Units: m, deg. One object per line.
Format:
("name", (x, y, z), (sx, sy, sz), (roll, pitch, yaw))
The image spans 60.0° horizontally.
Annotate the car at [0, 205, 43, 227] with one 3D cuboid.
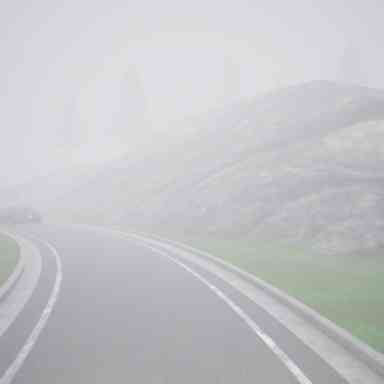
("car", (-12.352, 1.624, 23.708), (4.181, 1.385, 1.994), (0, 0, 44))
